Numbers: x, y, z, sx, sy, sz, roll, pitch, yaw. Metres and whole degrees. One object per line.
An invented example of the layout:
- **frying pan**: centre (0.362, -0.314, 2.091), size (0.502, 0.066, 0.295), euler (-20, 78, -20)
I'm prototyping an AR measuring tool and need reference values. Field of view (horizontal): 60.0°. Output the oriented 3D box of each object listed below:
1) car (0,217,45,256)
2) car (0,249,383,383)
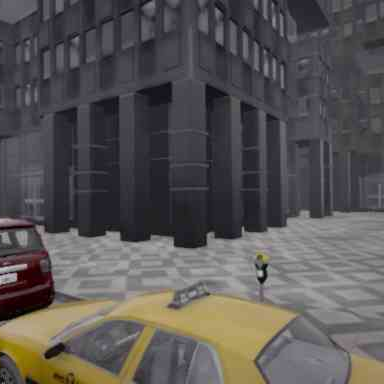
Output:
- **car**: centre (-4.658, 1.384, 6.289), size (5.009, 1.841, 2.192), euler (-1, -1, 35)
- **car**: centre (-0.234, 1.543, 3.134), size (4.829, 1.417, 1.752), euler (-1, -1, 35)
